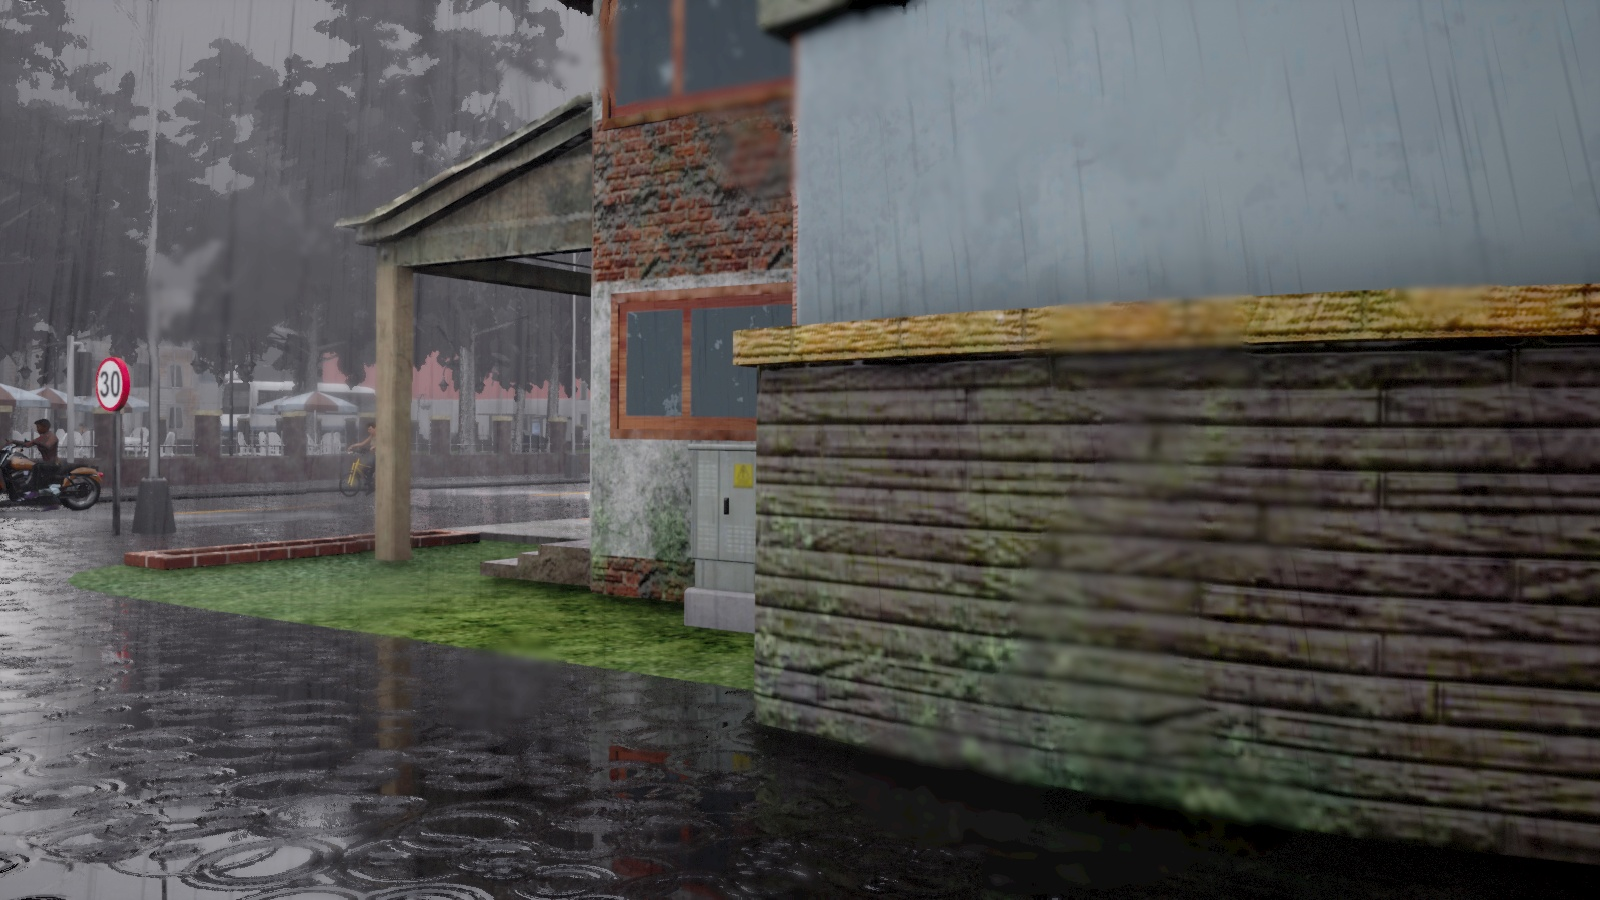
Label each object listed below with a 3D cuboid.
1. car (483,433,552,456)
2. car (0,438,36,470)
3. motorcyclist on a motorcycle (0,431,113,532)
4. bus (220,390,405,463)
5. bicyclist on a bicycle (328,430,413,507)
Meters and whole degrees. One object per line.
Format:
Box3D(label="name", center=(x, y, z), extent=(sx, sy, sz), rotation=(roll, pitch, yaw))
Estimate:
Box3D(label="car", center=(-20.658, -0.408, 92.079), extent=(2.033, 1.649, 4.856), rotation=(0, 1, 33))
Box3D(label="car", center=(-40.316, 0.225, 62.265), extent=(1.789, 1.549, 3.705), rotation=(0, 1, 33))
Box3D(label="motorcyclist on a motorcycle", center=(-13.092, 0.509, 21.362), extent=(0.766, 1.649, 2.350), rotation=(0, 1, 33))
Box3D(label="bus", center=(-30.005, -1.437, 77.922), extent=(3.944, 4.253, 10.273), rotation=(0, 1, 33))
Box3D(label="bicyclist on a bicycle", center=(-9.270, 0.381, 27.147), extent=(0.866, 1.612, 1.509), rotation=(0, 1, 33))
